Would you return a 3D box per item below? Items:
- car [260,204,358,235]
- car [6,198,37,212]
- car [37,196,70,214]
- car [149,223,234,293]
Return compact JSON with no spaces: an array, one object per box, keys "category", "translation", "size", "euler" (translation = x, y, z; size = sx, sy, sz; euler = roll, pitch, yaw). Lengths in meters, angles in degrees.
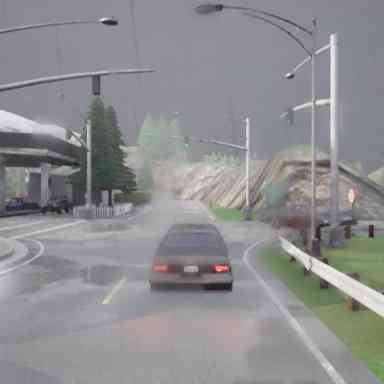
[{"category":"car","translation":[6.028,1.368,17.819],"size":[2.033,1.411,5.357],"euler":[0,0,-32]},{"category":"car","translation":[-20.249,1.493,39.940],"size":[2.242,1.667,4.611],"euler":[0,0,-1]},{"category":"car","translation":[-14.540,1.325,35.664],"size":[1.905,1.878,3.866],"euler":[0,0,-1]},{"category":"car","translation":[0.030,1.550,8.988],"size":[2.033,1.411,5.357],"euler":[0,0,1]}]
